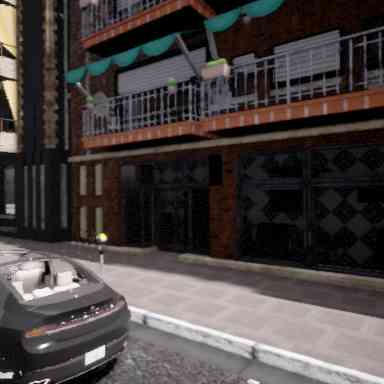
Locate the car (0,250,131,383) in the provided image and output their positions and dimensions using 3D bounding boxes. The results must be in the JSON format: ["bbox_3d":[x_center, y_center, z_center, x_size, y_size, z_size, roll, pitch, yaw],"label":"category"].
[{"bbox_3d":[-2.833,1.540,4.906,4.403,1.369,2.008,0,-1,36],"label":"car"}]
